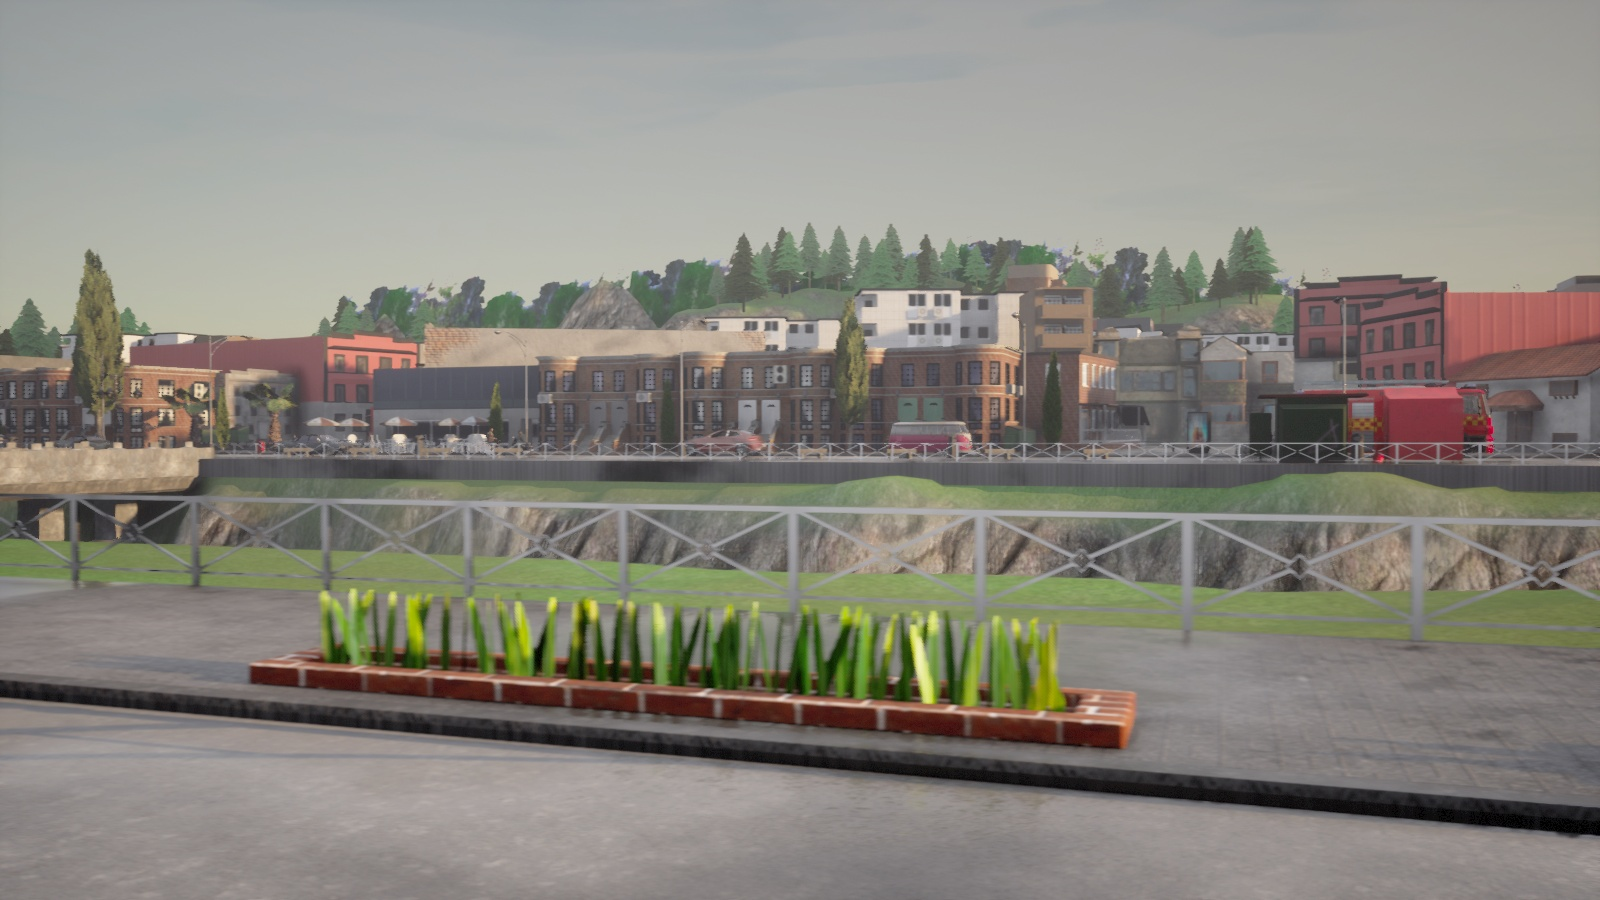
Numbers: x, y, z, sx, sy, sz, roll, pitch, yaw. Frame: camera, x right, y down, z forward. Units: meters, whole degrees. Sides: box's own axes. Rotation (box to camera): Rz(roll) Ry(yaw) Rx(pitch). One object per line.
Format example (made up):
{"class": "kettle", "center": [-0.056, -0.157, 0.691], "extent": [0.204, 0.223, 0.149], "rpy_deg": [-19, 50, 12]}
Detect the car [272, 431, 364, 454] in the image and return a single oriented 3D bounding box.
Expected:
{"class": "car", "center": [-30.302, -0.505, 78.994], "extent": [5.357, 1.411, 2.033], "rpy_deg": [1, 1, 19]}

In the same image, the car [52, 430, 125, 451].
{"class": "car", "center": [-48.148, -0.652, 84.992], "extent": [4.181, 1.385, 1.994], "rpy_deg": [1, 1, 19]}

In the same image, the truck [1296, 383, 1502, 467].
{"class": "truck", "center": [28.100, -1.183, 59.347], "extent": [8.468, 3.827, 2.891], "rpy_deg": [1, 1, 19]}

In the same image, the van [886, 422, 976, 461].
{"class": "van", "center": [6.934, -0.459, 66.474], "extent": [4.442, 1.987, 1.775], "rpy_deg": [1, 1, 19]}

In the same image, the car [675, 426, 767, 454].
{"class": "car", "center": [-4.671, -0.607, 74.594], "extent": [5.027, 1.651, 2.152], "rpy_deg": [1, 1, 19]}

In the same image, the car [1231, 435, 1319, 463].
{"class": "car", "center": [24.447, -0.056, 64.812], "extent": [4.181, 1.385, 1.994], "rpy_deg": [1, 1, 19]}
